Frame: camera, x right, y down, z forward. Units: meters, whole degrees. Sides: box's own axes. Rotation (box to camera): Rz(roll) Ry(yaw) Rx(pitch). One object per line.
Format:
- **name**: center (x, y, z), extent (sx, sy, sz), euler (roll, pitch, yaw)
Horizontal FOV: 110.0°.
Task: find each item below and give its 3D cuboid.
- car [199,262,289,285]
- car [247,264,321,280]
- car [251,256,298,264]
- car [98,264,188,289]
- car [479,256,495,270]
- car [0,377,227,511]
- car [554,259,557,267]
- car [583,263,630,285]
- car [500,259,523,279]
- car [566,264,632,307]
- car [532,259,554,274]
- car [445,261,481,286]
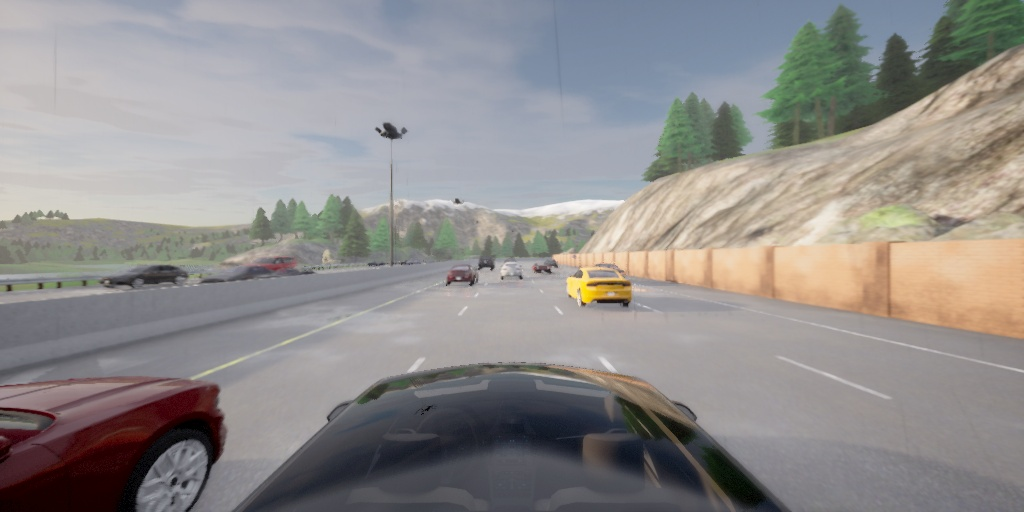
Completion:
- **car**: center (-17.686, 1.346, 23.794), extent (2.033, 1.411, 5.357), euler (0, 0, 0)
- **car**: center (-14.183, 1.390, 23.016), extent (1.895, 1.301, 4.718), euler (0, 0, 0)
- **car**: center (-21.217, 1.033, 31.601), extent (2.150, 2.045, 5.566), euler (0, 0, 0)
- **car**: center (-24.683, 1.322, 24.265), extent (1.837, 1.490, 4.892), euler (0, 0, 0)
- **car**: center (-3.654, 0.987, 51.847), extent (2.150, 2.045, 5.566), euler (0, 0, 0)
- **car**: center (-3.389, 1.236, 1.017), extent (1.882, 1.535, 5.008), euler (0, 0, 0)
- **car**: center (6.794, 1.230, 63.300), extent (2.128, 1.511, 4.902), euler (0, 0, 0)
- **car**: center (6.993, 1.282, 27.193), extent (2.033, 1.411, 5.357), euler (0, 0, -1)
- **car**: center (-0.046, 1.280, 33.103), extent (1.812, 1.442, 4.674), euler (0, 0, 0)
- **car**: center (3.564, 1.220, 15.431), extent (1.882, 1.535, 5.008), euler (0, 0, 0)
- **car**: center (3.401, 1.347, 41.778), extent (1.895, 1.301, 4.718), euler (0, 0, 0)
- **car**: center (-3.499, 1.288, 25.629), extent (1.812, 1.442, 4.674), euler (0, 0, 0)
